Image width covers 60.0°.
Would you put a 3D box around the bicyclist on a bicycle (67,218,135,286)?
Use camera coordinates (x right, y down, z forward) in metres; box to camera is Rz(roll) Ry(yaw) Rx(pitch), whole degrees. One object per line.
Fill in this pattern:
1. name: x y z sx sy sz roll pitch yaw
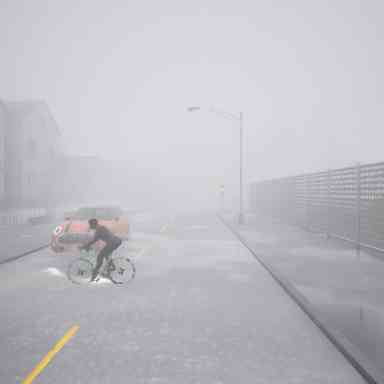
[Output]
1. bicyclist on a bicycle: -2.191 1.452 7.985 1.656 1.620 0.582 -2 0 1

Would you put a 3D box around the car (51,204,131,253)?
1. car: -3.927 1.352 13.615 2.097 1.767 4.553 0 0 1
